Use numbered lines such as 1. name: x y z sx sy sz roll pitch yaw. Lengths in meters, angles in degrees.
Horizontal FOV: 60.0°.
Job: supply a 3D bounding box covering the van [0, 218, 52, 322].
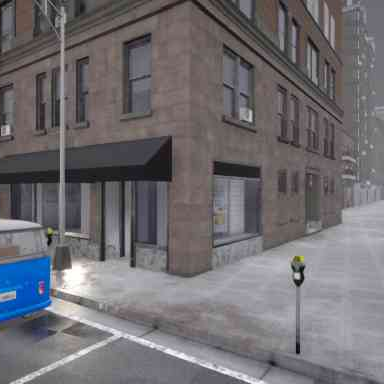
1. van: -4.298 1.340 6.085 3.998 1.788 1.690 0 0 35
